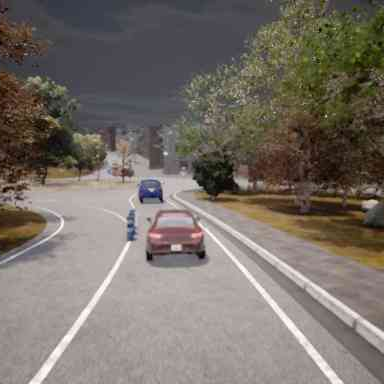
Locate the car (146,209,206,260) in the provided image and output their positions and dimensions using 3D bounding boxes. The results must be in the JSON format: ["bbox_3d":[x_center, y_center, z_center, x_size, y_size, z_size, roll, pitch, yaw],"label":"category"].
[{"bbox_3d":[-0.620,1.314,11.574,1.812,1.442,4.674,-1,2,-5],"label":"car"}]

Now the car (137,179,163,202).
[{"bbox_3d":[-4.038,-0.227,32.000,2.150,2.045,5.566,-1,5,-11],"label":"car"}]

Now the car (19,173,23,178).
[{"bbox_3d":[-37.077,-3.364,69.511,1.837,1.490,4.892,4,6,38],"label":"car"}]
